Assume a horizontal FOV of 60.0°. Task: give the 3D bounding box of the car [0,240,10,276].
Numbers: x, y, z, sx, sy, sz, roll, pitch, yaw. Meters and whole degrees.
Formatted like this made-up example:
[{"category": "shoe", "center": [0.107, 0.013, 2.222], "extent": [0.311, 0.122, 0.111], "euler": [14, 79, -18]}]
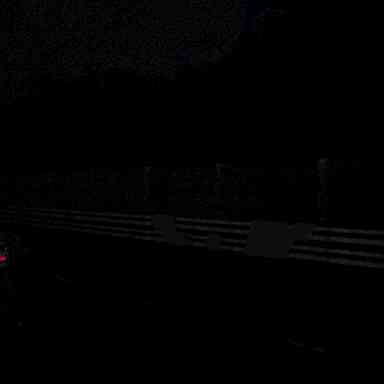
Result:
[{"category": "car", "center": [-6.580, 1.464, 8.773], "extent": [4.674, 1.442, 1.812], "euler": [1, 0, 36]}]
